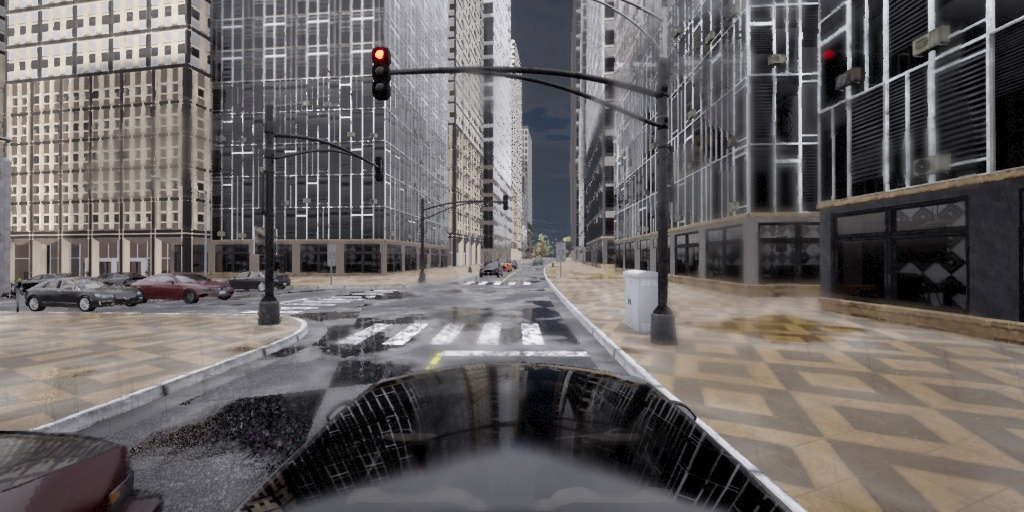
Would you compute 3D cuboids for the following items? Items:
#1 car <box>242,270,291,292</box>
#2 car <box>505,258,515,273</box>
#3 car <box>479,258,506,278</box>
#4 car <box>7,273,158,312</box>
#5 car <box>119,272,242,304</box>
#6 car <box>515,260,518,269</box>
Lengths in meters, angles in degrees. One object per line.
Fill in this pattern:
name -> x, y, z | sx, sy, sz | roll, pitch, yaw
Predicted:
car -> -16.815, 1.610, 23.505 | 4.403, 1.370, 2.007 | 0, 0, 9
car -> -1.183, 1.074, 43.786 | 2.097, 1.767, 4.553 | 0, 0, 5
car -> -1.924, 1.238, 34.207 | 1.837, 1.490, 4.892 | 0, 0, 4
car -> -18.127, 1.567, 15.228 | 4.403, 1.370, 2.007 | 0, 0, 9
car -> -16.168, 1.527, 17.544 | 4.674, 1.442, 1.812 | -1, 0, 9
car -> -0.167, 1.252, 54.329 | 2.033, 1.411, 5.357 | 0, 0, 6
